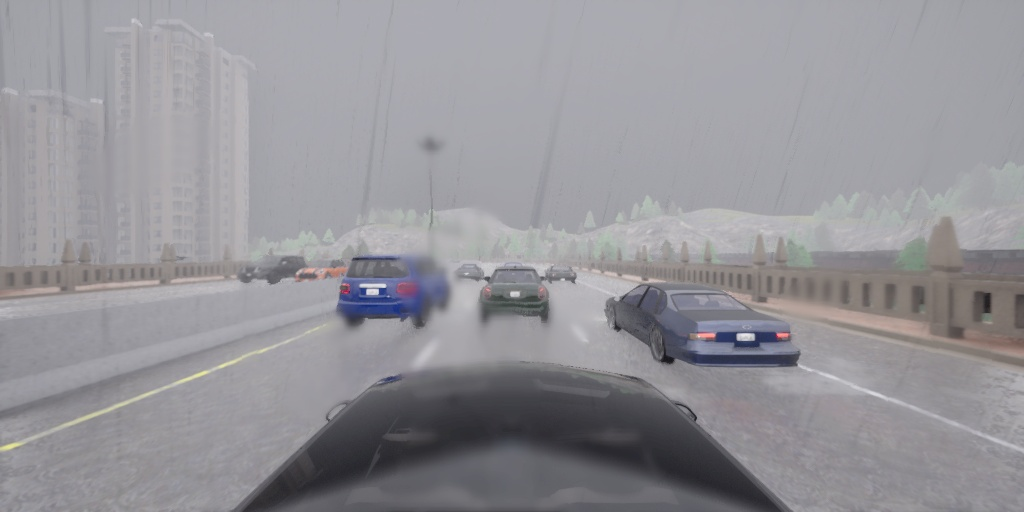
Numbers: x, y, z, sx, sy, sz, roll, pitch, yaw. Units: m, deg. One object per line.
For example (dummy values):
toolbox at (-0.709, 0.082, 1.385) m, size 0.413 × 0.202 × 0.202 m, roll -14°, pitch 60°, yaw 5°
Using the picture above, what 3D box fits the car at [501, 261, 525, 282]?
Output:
car at (0.095, 1.240, 30.251) m, size 1.882 × 1.535 × 5.008 m, roll 0°, pitch 0°, yaw 0°

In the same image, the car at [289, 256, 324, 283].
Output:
car at (-14.100, 1.112, 26.922) m, size 2.097 × 1.767 × 4.553 m, roll 0°, pitch 0°, yaw 0°

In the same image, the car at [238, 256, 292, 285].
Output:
car at (-17.602, 0.984, 26.841) m, size 2.150 × 2.045 × 5.566 m, roll 0°, pitch 0°, yaw 0°

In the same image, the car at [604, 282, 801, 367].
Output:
car at (3.593, 1.299, 8.041) m, size 2.033 × 1.411 × 5.357 m, roll 0°, pitch 0°, yaw 0°

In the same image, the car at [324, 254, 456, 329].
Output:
car at (-3.402, 0.974, 11.430) m, size 2.150 × 2.045 × 5.566 m, roll 0°, pitch 0°, yaw 0°

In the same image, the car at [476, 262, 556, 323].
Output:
car at (0.099, 1.105, 12.298) m, size 2.097 × 1.767 × 4.553 m, roll 0°, pitch 0°, yaw 0°

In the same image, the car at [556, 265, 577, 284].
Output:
car at (3.597, 1.361, 27.285) m, size 1.895 × 1.301 × 4.718 m, roll 0°, pitch 0°, yaw 0°

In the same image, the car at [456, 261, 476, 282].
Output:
car at (-3.402, 1.326, 29.214) m, size 1.994 × 1.385 × 4.181 m, roll 0°, pitch 0°, yaw 0°
